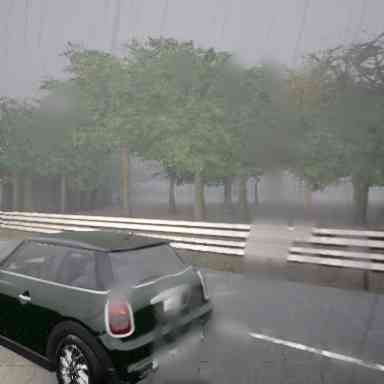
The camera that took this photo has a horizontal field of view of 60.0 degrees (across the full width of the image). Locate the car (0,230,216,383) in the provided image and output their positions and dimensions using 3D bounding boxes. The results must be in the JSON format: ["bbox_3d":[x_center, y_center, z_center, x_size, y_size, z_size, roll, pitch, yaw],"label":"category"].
[{"bbox_3d":[-1.953,1.408,5.319,4.553,1.767,2.097,-1,-1,36],"label":"car"}]
